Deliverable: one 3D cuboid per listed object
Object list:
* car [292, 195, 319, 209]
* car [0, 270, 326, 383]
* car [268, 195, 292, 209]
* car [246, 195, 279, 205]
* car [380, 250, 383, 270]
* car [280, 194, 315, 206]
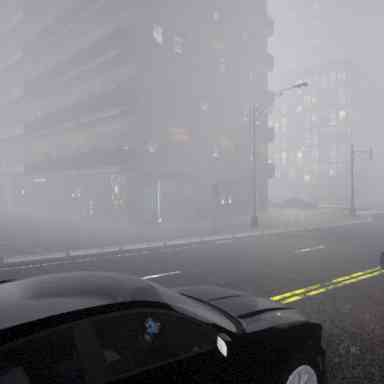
[{"bbox_3d":[12.462,1.258,38.717,4.181,1.385,1.994,1,1,43],"label":"car"},{"bbox_3d":[-0.846,1.478,2.881,5.008,1.535,1.882,0,0,-36],"label":"car"},{"bbox_3d":[8.684,1.191,38.617,4.829,1.417,1.752,1,0,43],"label":"car"},{"bbox_3d":[10.299,1.097,48.727,4.313,1.339,1.947,1,0,43],"label":"car"},{"bbox_3d":[6.826,1.599,8.534,4.718,1.301,1.895,0,0,-37],"label":"car"},{"bbox_3d":[14.254,1.055,45.115,4.097,1.590,1.967,1,0,43],"label":"car"}]
